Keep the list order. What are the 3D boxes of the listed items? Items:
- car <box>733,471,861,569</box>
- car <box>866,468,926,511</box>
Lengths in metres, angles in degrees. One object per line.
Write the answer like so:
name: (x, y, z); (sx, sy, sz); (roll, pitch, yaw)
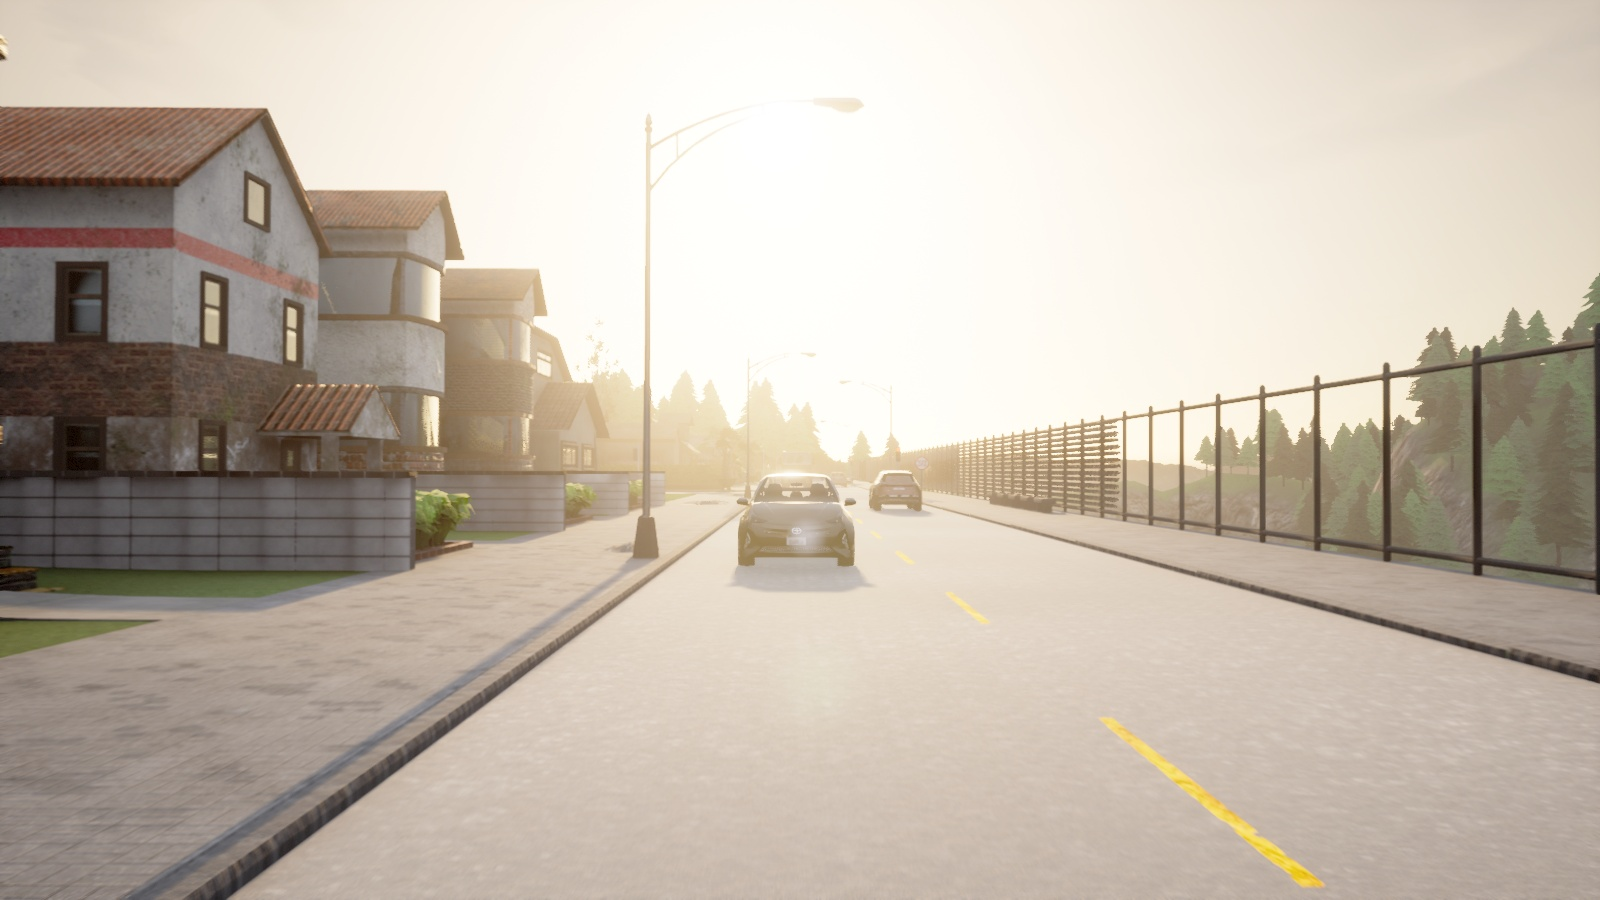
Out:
car: (-0.054, 1.129, 21.938); (2.007, 1.525, 4.514); (0, -1, 0)
car: (3.875, 1.590, 51.434); (2.033, 1.649, 4.856); (0, -1, 0)
